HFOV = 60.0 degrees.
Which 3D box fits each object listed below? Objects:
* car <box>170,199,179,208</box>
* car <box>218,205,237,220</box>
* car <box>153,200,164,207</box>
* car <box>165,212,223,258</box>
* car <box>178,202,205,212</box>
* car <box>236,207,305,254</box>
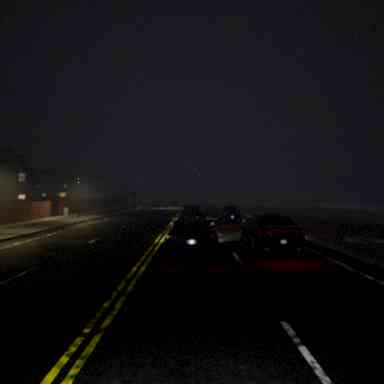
[{"bbox_3d":[-3.298,2.221,64.545,1.837,1.490,4.892,0,-1,0],"label":"car"},{"bbox_3d":[3.255,1.832,28.894,1.812,1.442,4.674,0,0,0],"label":"car"},{"bbox_3d":[-6.541,2.270,65.318,2.033,1.411,5.357,0,-1,0],"label":"car"},{"bbox_3d":[0.008,1.705,13.449,1.994,1.385,4.181,0,-1,0],"label":"car"},{"bbox_3d":[0.001,1.810,28.524,1.837,1.490,4.892,0,0,0],"label":"car"},{"bbox_3d":[3.265,1.626,14.247,1.882,1.535,5.008,0,0,0],"label":"car"}]
